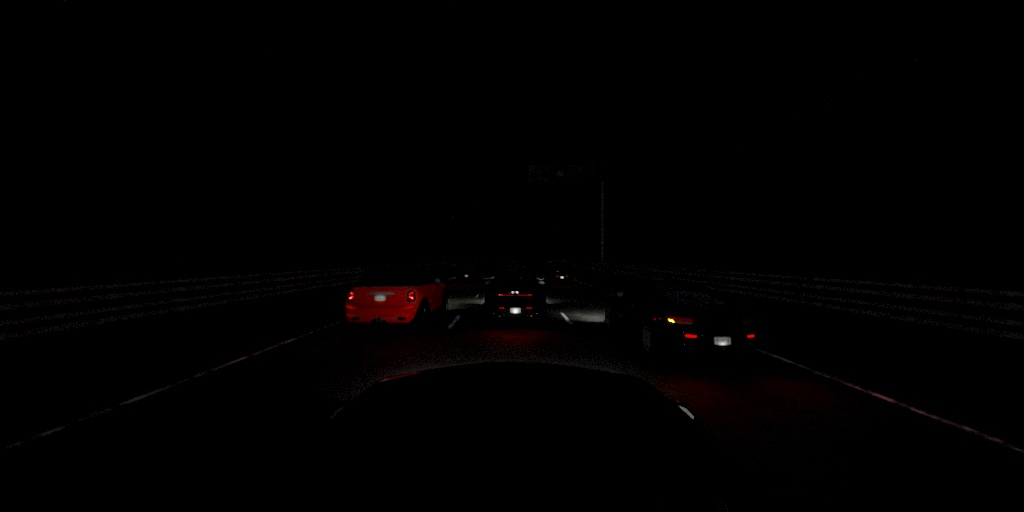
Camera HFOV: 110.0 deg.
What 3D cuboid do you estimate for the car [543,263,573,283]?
[{"bbox_3d":[3.593,1.284,28.129,1.837,1.490,4.892,0,0,0],"label":"car"}]

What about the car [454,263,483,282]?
[{"bbox_3d":[-3.406,1.305,29.029,1.812,1.442,4.674,0,0,0],"label":"car"}]

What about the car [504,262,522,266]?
[{"bbox_3d":[0.094,1.259,29.545,1.882,1.535,5.008,0,0,0],"label":"car"}]

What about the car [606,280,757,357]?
[{"bbox_3d":[3.597,1.281,8.425,1.812,1.442,4.674,0,0,0],"label":"car"}]

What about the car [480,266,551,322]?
[{"bbox_3d":[0.097,1.264,12.370,1.837,1.490,4.892,0,0,0],"label":"car"}]

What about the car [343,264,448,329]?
[{"bbox_3d":[-3.403,1.109,11.384,2.097,1.767,4.553,0,0,0],"label":"car"}]
